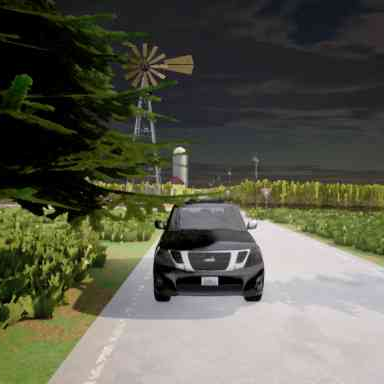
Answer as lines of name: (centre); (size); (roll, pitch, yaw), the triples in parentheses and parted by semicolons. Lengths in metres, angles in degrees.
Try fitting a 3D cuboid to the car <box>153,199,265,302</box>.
car: (0.330, 1.221, 8.638); (2.150, 2.045, 5.566); (0, 0, 0)
